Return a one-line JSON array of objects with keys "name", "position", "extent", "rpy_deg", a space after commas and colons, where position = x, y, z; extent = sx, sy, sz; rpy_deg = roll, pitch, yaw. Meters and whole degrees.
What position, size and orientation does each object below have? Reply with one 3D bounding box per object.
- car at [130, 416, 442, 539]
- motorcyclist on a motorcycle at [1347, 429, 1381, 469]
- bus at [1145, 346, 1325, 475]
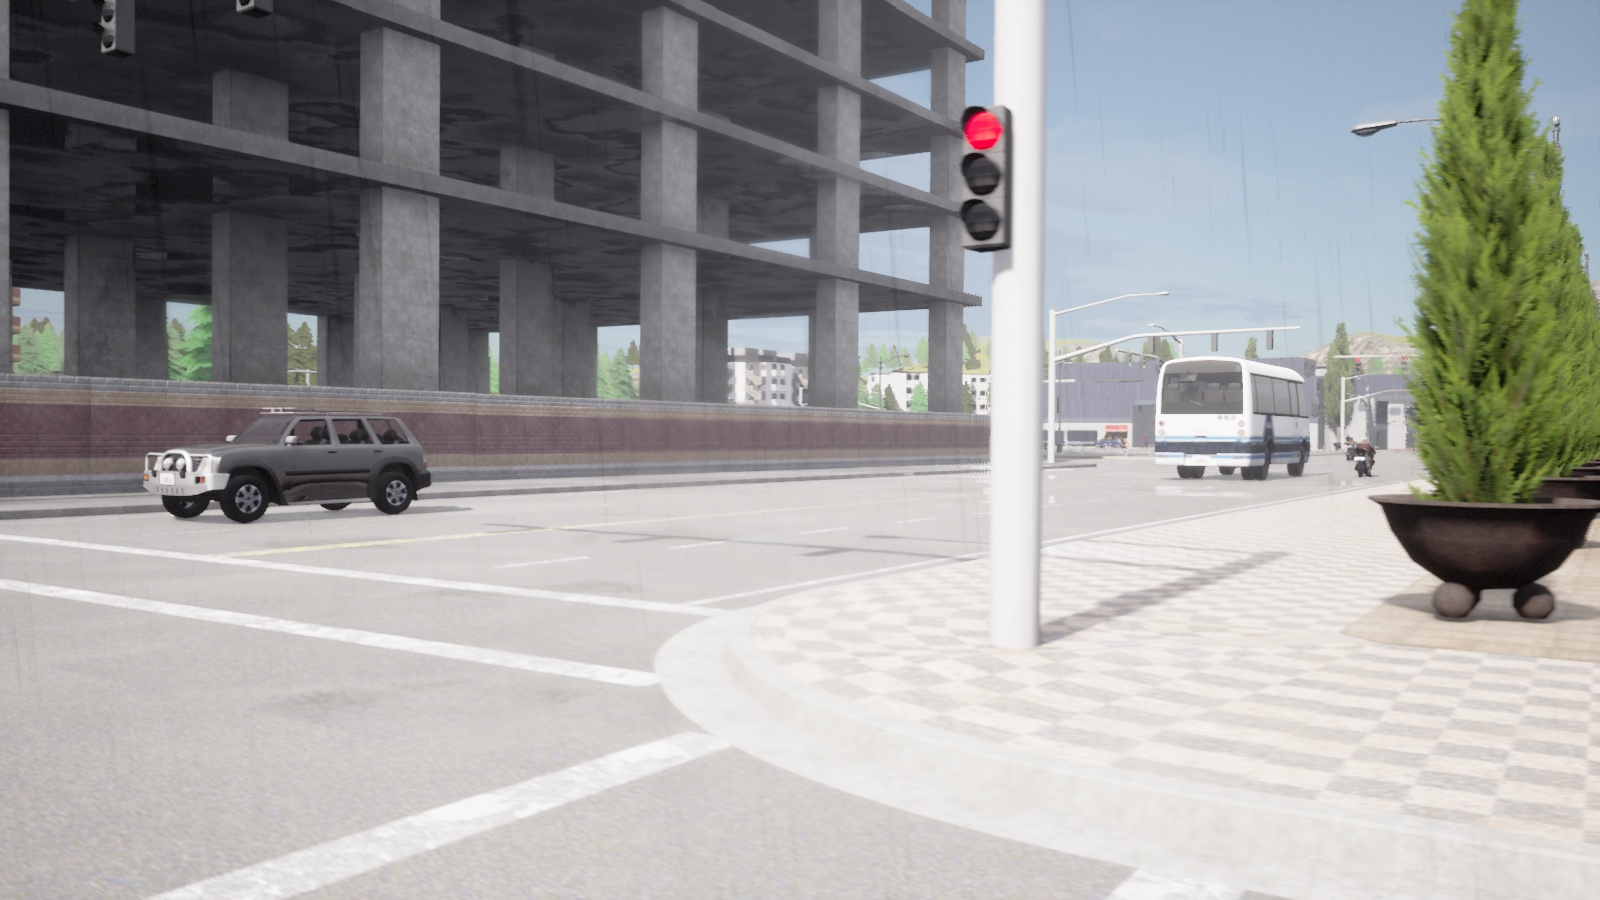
[{"name": "car", "position": [-8.617, 0.369, 21.467], "extent": [1.932, 1.855, 4.605], "rpy_deg": [0, 1, 33]}, {"name": "motorcyclist on a motorcycle", "position": [22.037, -0.055, 49.031], "extent": [0.866, 1.530, 2.191], "rpy_deg": [0, 1, 33]}, {"name": "bus", "position": [16.525, -1.387, 47.016], "extent": [3.944, 4.253, 10.273], "rpy_deg": [0, 1, 33]}]
